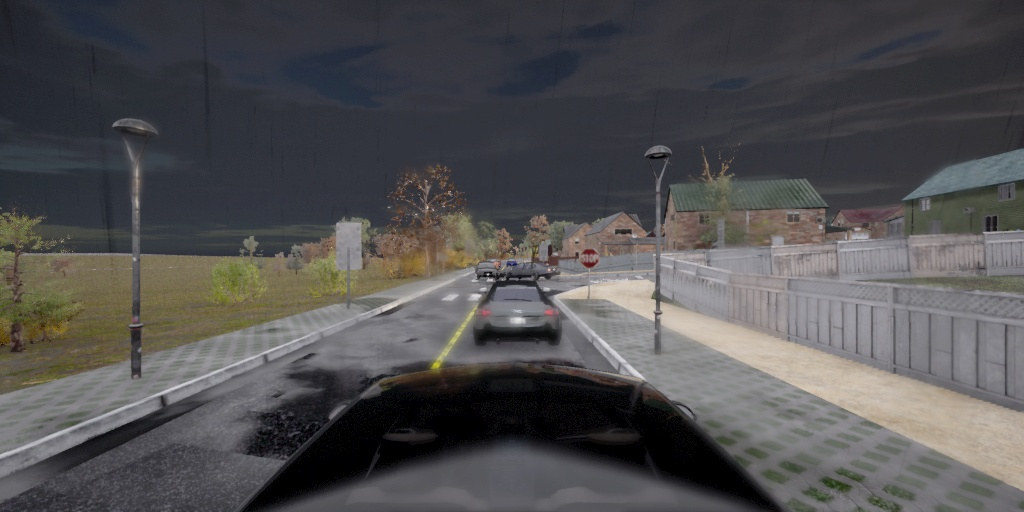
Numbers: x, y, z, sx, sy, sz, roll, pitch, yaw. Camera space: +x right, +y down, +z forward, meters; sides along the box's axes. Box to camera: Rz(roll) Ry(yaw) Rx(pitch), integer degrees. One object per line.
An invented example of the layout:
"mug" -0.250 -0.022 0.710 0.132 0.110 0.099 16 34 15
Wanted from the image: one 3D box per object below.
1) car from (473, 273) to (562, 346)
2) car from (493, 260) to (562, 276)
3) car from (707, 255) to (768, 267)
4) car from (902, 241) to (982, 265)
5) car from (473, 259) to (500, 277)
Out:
"car" 0.096 1.313 9.439 1.994 1.385 4.181 0 0 -1
"car" 1.316 1.198 28.455 5.357 1.411 2.033 -4 -3 43
"car" 14.371 0.413 22.841 4.181 1.385 1.994 -3 0 16
"car" 23.874 -0.208 20.426 4.902 1.511 2.128 -3 0 14
"car" -2.273 1.258 31.363 1.837 1.490 4.892 0 0 -8
